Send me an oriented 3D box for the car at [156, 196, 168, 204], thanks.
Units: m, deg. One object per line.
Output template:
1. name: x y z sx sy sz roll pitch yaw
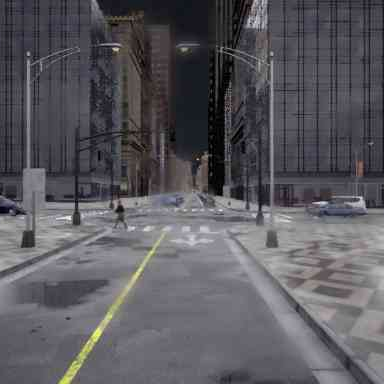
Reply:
1. car: -5.586 1.513 61.650 1.802 1.307 4.206 0 0 0

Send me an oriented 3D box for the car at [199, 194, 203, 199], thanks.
1. car: 3.015 1.487 72.891 1.802 1.307 4.206 0 0 0

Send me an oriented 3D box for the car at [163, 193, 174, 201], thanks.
1. car: -5.469 1.205 78.595 2.192 1.841 5.009 0 0 0

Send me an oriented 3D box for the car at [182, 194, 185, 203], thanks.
1. car: -2.829 1.502 58.459 1.994 1.385 4.181 0 0 1

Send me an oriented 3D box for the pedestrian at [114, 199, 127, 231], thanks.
1. pedestrian: -4.113 1.287 19.062 0.375 1.860 0.375 0 0 0

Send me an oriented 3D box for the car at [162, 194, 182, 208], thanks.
1. car: -2.911 1.433 48.500 1.882 1.535 5.008 0 0 0

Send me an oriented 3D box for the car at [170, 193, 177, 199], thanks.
1. car: -5.355 1.179 95.436 1.690 1.788 3.998 0 0 0

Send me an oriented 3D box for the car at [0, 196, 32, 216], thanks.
1. car: -16.317 1.135 28.669 4.553 1.767 2.097 1 0 0

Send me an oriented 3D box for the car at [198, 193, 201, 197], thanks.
1. car: 3.093 1.418 84.189 1.887 1.381 4.507 0 0 0

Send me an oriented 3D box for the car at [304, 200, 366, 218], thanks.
1. car: 13.684 1.741 31.940 5.357 1.411 2.033 1 0 0

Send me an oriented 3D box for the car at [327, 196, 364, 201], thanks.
1. car: 15.414 1.449 35.176 5.566 2.045 2.150 1 0 1

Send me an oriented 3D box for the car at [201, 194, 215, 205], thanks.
1. car: 2.901 1.508 55.944 1.947 1.339 4.313 0 0 0

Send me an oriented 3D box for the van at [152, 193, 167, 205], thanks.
1. van: -5.624 1.284 56.001 1.690 1.788 3.998 0 0 0
